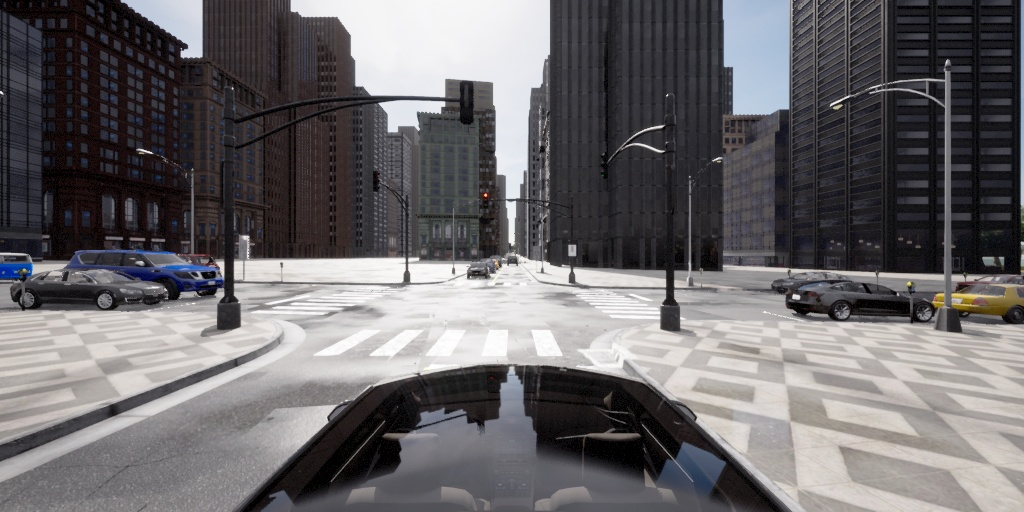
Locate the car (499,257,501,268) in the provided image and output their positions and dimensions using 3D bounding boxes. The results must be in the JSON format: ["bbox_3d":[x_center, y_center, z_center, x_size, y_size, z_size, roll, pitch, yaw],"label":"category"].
[{"bbox_3d":[-3.017,1.227,52.486,1.882,1.535,5.008,0,0,0],"label":"car"}]

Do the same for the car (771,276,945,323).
[{"bbox_3d":[12.143,1.524,12.690,4.313,1.339,1.948,0,0,0],"label":"car"}]

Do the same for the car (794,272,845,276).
[{"bbox_3d":[17.808,1.591,21.206,4.403,1.370,2.007,0,0,0],"label":"car"}]

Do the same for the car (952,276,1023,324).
[{"bbox_3d":[17.955,1.571,12.680,4.829,1.417,1.751,0,0,0],"label":"car"}]

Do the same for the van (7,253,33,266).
[{"bbox_3d":[-31.118,0.680,21.191,3.998,1.789,1.690,0,0,0],"label":"van"}]

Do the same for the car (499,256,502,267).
[{"bbox_3d":[-2.955,0.972,63.222,2.150,2.045,5.566,0,0,0],"label":"car"}]

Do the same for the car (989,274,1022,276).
[{"bbox_3d":[29.094,1.766,21.187,4.507,1.381,1.888,0,0,0],"label":"car"}]

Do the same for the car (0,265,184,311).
[{"bbox_3d":[-14.765,1.116,12.638,4.403,1.370,2.007,0,0,0],"label":"car"}]

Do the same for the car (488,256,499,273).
[{"bbox_3d":[-3.038,1.102,42.288,2.097,1.767,4.553,0,0,0],"label":"car"}]

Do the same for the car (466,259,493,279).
[{"bbox_3d":[-3.055,1.254,33.235,1.837,1.490,4.892,0,0,0],"label":"car"}]

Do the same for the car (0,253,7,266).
[{"bbox_3d":[-26.149,0.630,15.415,5.566,2.045,2.150,1,0,0],"label":"car"}]

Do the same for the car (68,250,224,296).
[{"bbox_3d":[-15.649,0.774,15.395,5.566,2.045,2.150,1,0,0],"label":"car"}]
